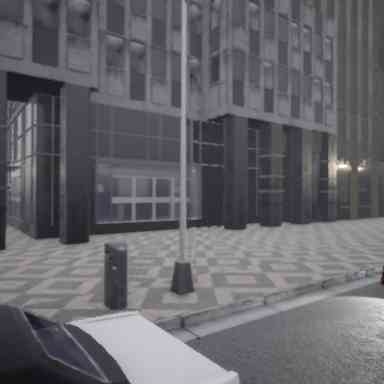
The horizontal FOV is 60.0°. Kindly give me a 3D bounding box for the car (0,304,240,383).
[{"bbox_3d":[-2.008,1.598,1.920,4.718,1.301,1.895,0,0,-36],"label":"car"}]

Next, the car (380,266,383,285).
[{"bbox_3d":[6.299,1.613,7.872,4.181,1.385,1.994,0,0,-36],"label":"car"}]
